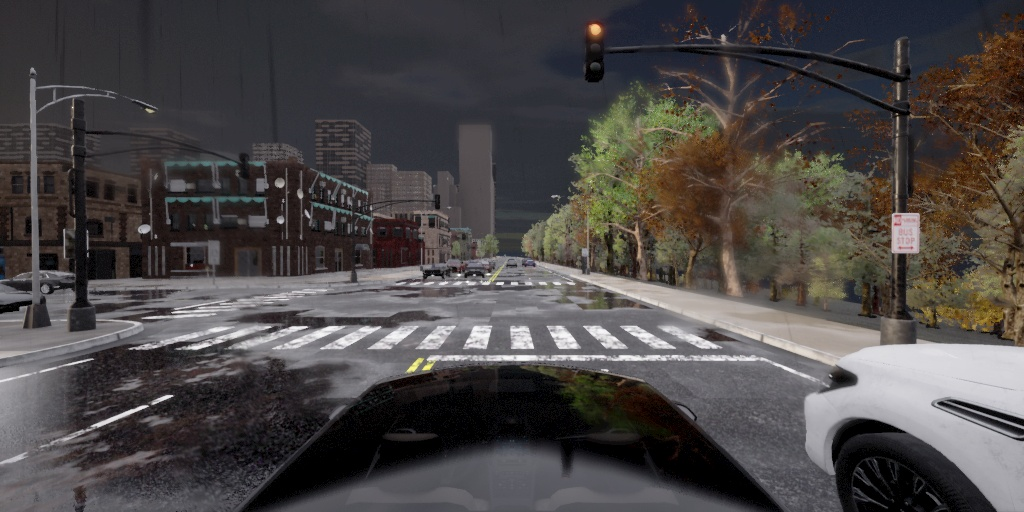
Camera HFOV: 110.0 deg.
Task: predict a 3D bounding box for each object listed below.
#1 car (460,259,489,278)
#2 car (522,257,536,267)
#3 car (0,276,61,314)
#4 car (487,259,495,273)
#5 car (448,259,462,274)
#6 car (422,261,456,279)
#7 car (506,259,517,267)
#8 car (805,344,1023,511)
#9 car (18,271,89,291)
[{"bbox_3d":[-3.446,1.287,33.865,2.033,1.411,5.357,0,0,-4],"label":"car"},{"bbox_3d":[3.204,1.252,64.077,1.812,1.442,4.674,0,0,0],"label":"car"},{"bbox_3d":[-19.973,1.565,13.123,4.313,1.339,1.948,0,0,0],"label":"car"},{"bbox_3d":[-3.434,1.261,43.328,1.812,1.442,4.674,0,0,0],"label":"car"},{"bbox_3d":[-6.681,1.089,41.560,2.097,1.767,4.553,0,0,0],"label":"car"},{"bbox_3d":[-6.678,1.341,32.475,1.895,1.301,4.718,0,0,0],"label":"car"},{"bbox_3d":[-0.054,1.290,64.107,1.994,1.385,4.181,0,0,0],"label":"car"},{"bbox_3d":[3.356,0.972,0.374,2.150,2.045,5.566,0,0,0],"label":"car"},{"bbox_3d":[-28.326,1.560,21.616,4.403,1.370,2.007,0,0,0],"label":"car"}]
